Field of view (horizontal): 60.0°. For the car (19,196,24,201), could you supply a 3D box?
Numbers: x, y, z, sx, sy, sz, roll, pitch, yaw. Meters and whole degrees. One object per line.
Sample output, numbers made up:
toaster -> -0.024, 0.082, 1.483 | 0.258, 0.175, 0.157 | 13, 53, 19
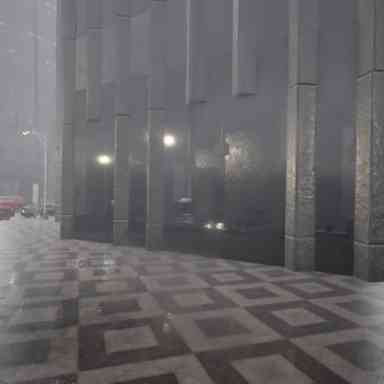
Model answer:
car -> -20.725, 1.351, 36.210 | 2.192, 1.841, 5.009 | 1, 0, 35

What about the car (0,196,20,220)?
car -> -17.051, 1.461, 26.664 | 2.192, 1.841, 5.009 | 1, 0, 35

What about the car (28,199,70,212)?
car -> -17.460, 1.631, 40.810 | 1.947, 1.339, 4.313 | 1, 0, 35

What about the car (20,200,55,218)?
car -> -13.785, 1.740, 31.265 | 1.947, 1.339, 4.313 | 1, 0, 35
